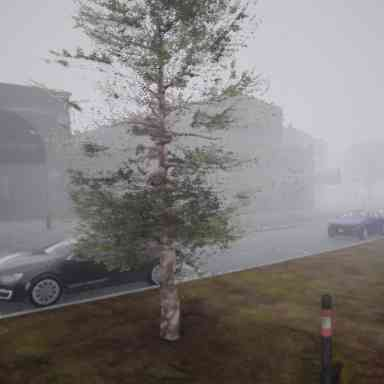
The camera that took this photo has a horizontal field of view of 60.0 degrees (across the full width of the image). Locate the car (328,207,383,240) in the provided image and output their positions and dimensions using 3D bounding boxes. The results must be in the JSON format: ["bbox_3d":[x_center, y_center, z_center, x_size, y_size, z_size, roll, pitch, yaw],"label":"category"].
[{"bbox_3d":[9.656,1.789,19.242,5.008,1.535,2.097,1,-1,-44],"label":"car"}]

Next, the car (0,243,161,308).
[{"bbox_3d":[-2.463,1.715,8.733,4.892,1.521,2.231,1,2,-37],"label":"car"}]
